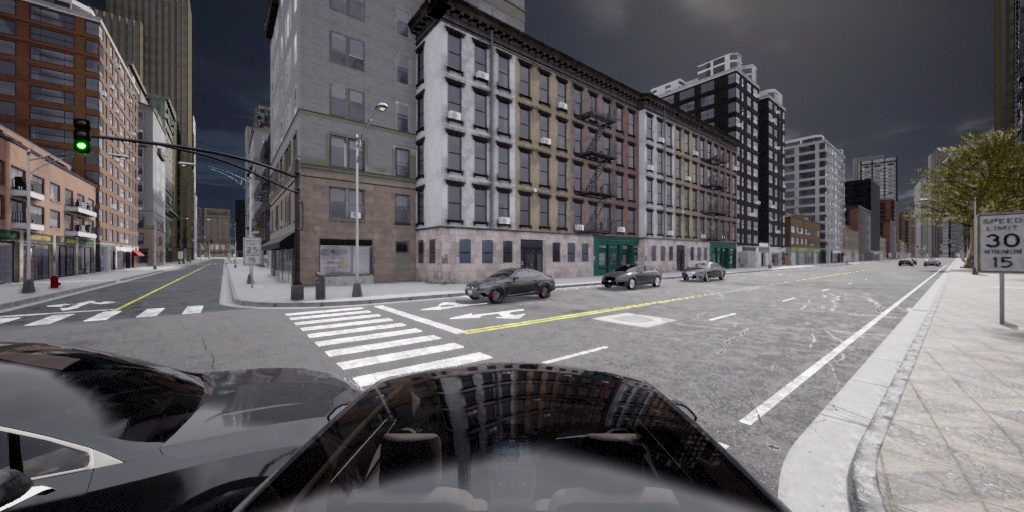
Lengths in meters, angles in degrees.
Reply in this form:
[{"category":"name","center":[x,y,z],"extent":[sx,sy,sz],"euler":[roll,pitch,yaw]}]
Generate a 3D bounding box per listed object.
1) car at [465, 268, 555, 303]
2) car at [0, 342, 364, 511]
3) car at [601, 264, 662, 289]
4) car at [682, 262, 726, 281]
[{"category":"car","center":[0.024,1.287,16.787],"extent":[4.674,1.442,1.812],"euler":[0,0,-39]},{"category":"car","center":[-3.216,1.257,1.828],"extent":[4.892,1.490,1.837],"euler":[0,0,-34]},{"category":"car","center":[7.739,1.259,22.983],"extent":[4.892,1.490,1.837],"euler":[0,0,-39]},{"category":"car","center":[15.773,1.237,29.423],"extent":[4.902,1.511,2.128],"euler":[0,0,-39]}]
